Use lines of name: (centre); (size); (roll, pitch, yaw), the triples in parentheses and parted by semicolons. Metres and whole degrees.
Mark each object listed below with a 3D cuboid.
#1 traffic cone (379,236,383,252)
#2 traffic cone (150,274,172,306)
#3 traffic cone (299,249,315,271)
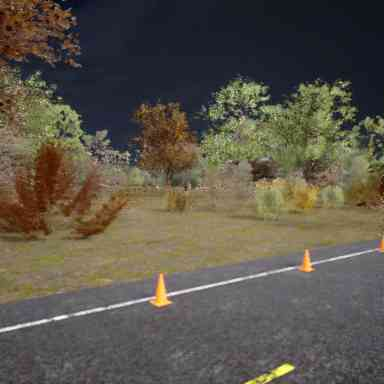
traffic cone: (7.354, 1.988, 12.759); (0.340, 0.580, 0.340); (0, 0, -37)
traffic cone: (-0.630, 1.975, 6.820); (0.340, 0.580, 0.340); (0, 0, -36)
traffic cone: (3.374, 1.982, 9.774); (0.340, 0.580, 0.340); (0, 0, -37)
